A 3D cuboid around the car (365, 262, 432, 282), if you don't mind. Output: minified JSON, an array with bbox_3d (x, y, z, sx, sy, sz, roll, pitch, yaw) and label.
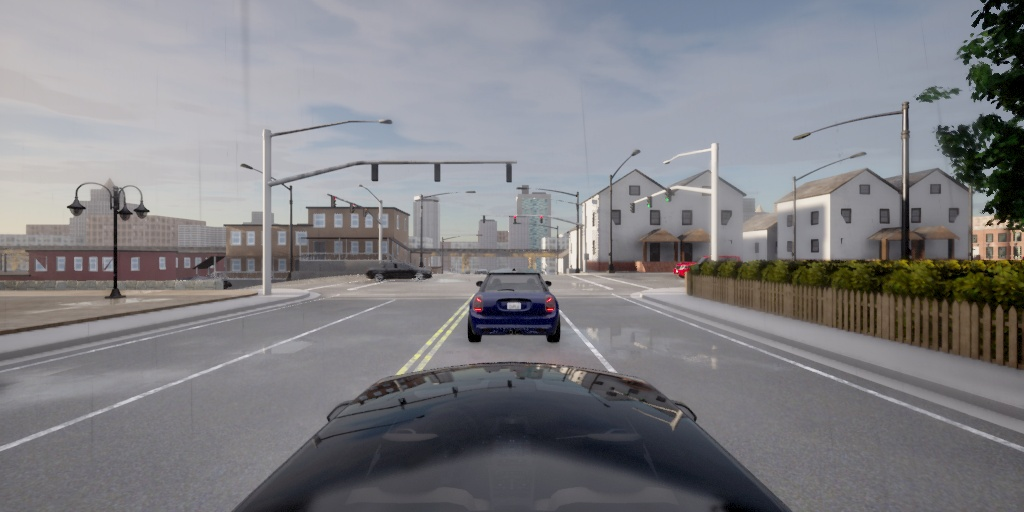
[{"bbox_3d":[-8.701,1.200,27.714,4.892,1.490,1.837,0,1,-13],"label":"car"}]

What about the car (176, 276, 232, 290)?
[{"bbox_3d":[-23.455,2.171,26.656,4.181,1.385,1.994,-8,0,-1],"label":"car"}]

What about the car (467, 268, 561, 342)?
[{"bbox_3d":[0.051,1.102,9.905,2.097,1.767,4.553,0,0,0],"label":"car"}]

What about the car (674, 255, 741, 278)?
[{"bbox_3d":[17.029,0.971,31.031,5.566,2.045,2.150,0,0,-1],"label":"car"}]

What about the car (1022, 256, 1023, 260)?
[{"bbox_3d":[42.772,0.971,27.757,5.566,2.045,2.150,0,0,-1],"label":"car"}]
